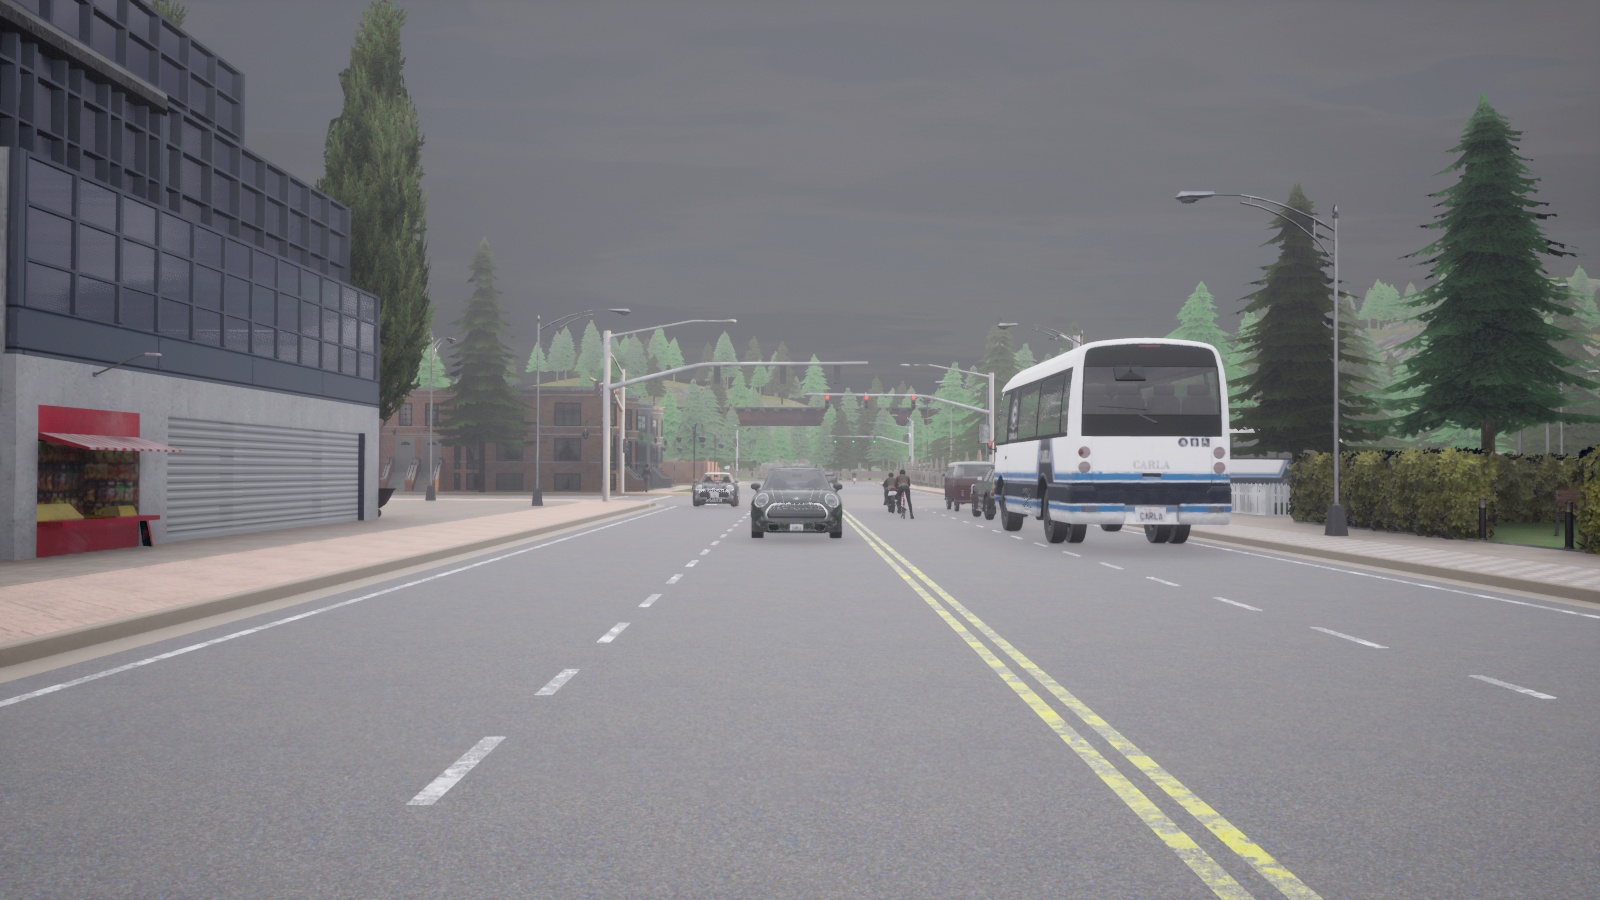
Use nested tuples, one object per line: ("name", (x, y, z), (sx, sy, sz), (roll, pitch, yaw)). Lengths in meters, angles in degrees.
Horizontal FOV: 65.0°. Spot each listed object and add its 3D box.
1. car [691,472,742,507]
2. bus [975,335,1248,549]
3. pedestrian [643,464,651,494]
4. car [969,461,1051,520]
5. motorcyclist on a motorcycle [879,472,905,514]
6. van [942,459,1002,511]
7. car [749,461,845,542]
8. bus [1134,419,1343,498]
("car", (-3.625, 1.713, 54.840), (1.970, 1.475, 3.806), (0, -1, 0))
("bus", (6.925, -0.084, 30.178), (3.944, 4.253, 10.273), (0, -1, 0))
("pedestrian", (-9.782, 1.858, 80.334), (0.402, 1.930, 0.666), (0, -1, 2))
("car", (6.904, 1.302, 41.671), (1.932, 1.855, 4.605), (0, -1, 0))
("motorcyclist on a motorcycle", (3.394, 1.563, 46.551), (0.797, 1.523, 2.044), (0, -1, 0))
("van", (6.883, 1.387, 50.564), (1.775, 1.987, 4.442), (0, -1, 0))
("car", (-0.069, 1.176, 30.009), (2.097, 1.767, 4.553), (0, -1, 0))
("bus", (24.327, 0.516, 70.172), (10.273, 4.253, 3.944), (0, -1, 0))
